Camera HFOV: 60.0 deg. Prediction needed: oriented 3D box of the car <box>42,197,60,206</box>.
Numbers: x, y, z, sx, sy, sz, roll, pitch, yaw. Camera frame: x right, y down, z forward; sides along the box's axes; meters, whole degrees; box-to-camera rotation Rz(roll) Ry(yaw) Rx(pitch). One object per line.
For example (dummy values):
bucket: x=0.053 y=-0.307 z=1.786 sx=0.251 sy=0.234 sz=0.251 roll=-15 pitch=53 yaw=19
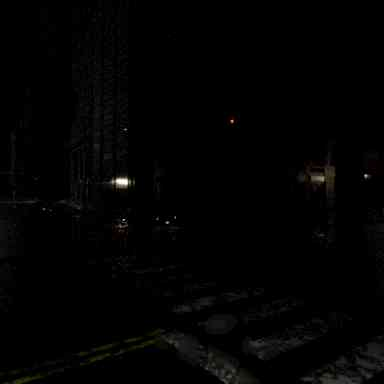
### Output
car: x=-26.556 y=1.803 z=62.379 sx=2.128 sy=1.511 sz=4.902 roll=1 pitch=-1 yaw=-36

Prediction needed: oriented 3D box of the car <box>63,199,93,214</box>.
car: x=-12.528 y=1.679 z=37.079 sx=1.812 sy=1.442 sz=4.674 roll=1 pitch=0 yaw=-35

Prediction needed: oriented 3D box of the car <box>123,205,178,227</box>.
car: x=-3.141 y=1.627 z=23.839 sx=2.033 sy=1.411 sz=5.357 roll=1 pitch=-1 yaw=-35

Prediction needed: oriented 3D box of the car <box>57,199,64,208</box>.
car: x=-20.760 y=1.790 z=54.207 sx=1.812 sy=1.442 sz=4.674 roll=1 pitch=-1 yaw=-35

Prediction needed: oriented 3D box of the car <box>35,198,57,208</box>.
car: x=-23.592 y=1.751 z=52.837 sx=2.128 sy=1.511 sz=4.902 roll=1 pitch=-1 yaw=-35
